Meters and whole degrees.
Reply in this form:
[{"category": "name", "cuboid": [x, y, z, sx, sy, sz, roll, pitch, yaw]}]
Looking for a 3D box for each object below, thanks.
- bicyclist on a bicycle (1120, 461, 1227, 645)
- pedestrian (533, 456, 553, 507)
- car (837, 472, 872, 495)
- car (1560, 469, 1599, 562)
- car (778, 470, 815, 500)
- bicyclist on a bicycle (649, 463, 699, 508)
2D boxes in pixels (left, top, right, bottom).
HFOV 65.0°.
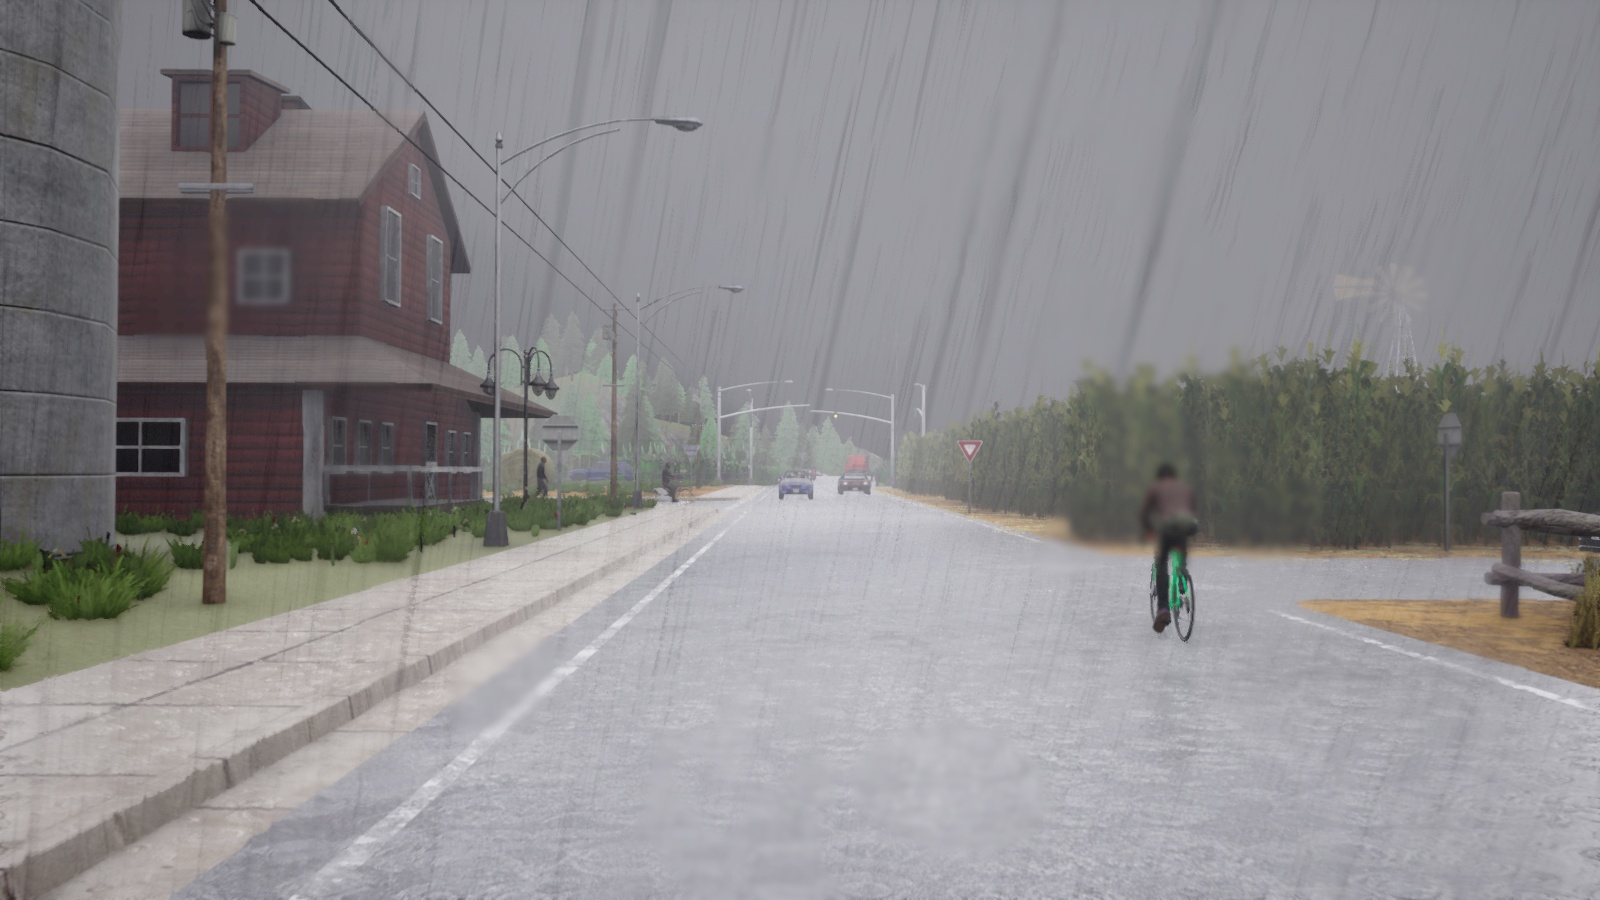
[{"category": "bicyclist on a bicycle", "cuboid": [3.506, 0.925, 11.906, 0.582, 1.620, 1.656, 0, -1, 3]}, {"category": "pedestrian", "cuboid": [-9.548, 1.170, 46.703, 0.720, 1.854, 0.376, 0, -1, -15]}, {"category": "car", "cuboid": [3.278, 2.018, 76.306, 1.895, 1.301, 4.718, 0, -1, 0]}, {"category": "car", "cuboid": [15.337, 1.054, 20.380, 4.892, 1.490, 1.837, 0, -1, 0]}, {"category": "car", "cuboid": [-0.188, 1.771, 64.452, 1.816, 1.474, 4.193, 0, -1, 0]}, {"category": "bicyclist on a bicycle", "cuboid": [-5.028, 1.413, 50.166, 1.843, 1.776, 0.659, -1, 1, 19]}]
